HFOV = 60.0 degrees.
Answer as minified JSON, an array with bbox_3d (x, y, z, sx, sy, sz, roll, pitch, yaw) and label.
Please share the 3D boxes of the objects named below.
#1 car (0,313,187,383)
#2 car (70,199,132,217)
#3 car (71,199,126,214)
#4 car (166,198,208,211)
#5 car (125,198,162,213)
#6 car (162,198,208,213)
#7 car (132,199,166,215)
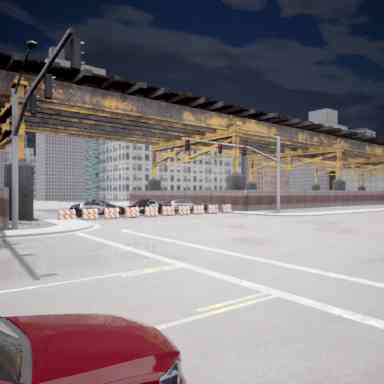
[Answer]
[{"bbox_3d":[-2.195,1.526,2.201,4.674,1.442,1.812,0,0,-35],"label":"car"},{"bbox_3d":[-8.440,1.453,30.356,4.974,1.542,2.038,0,0,8],"label":"car"},{"bbox_3d":[-8.491,1.295,30.363,4.536,1.218,1.853,0,0,8],"label":"car"},{"bbox_3d":[-0.855,1.295,36.817,4.536,1.218,1.853,0,0,-7],"label":"car"},{"bbox_3d":[-4.687,1.295,33.102,1.853,1.218,4.536,0,0,18],"label":"car"},{"bbox_3d":[-0.804,1.453,36.824,4.974,1.542,2.038,0,0,-7],"label":"car"},{"bbox_3d":[-4.703,1.453,33.052,2.038,1.542,4.974,0,0,18],"label":"car"}]
